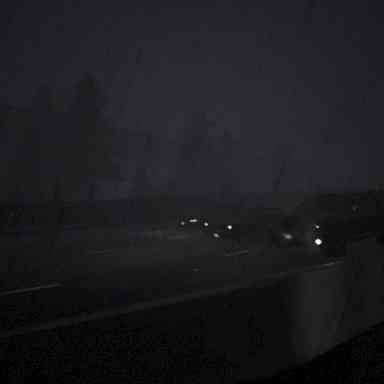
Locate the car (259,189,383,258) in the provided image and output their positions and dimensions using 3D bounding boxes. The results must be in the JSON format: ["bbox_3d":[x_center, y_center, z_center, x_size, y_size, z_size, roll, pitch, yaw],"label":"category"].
[{"bbox_3d":[5.272,0.957,12.061,5.566,2.045,2.150,-2,1,-35],"label":"car"}]

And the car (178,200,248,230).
[{"bbox_3d":[1.513,1.228,17.965,4.892,1.490,1.837,-3,1,-35],"label":"car"}]

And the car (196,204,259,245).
[{"bbox_3d":[2.771,1.356,14.564,4.718,1.301,1.895,-2,1,-35],"label":"car"}]
